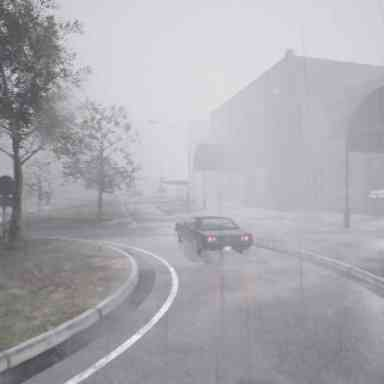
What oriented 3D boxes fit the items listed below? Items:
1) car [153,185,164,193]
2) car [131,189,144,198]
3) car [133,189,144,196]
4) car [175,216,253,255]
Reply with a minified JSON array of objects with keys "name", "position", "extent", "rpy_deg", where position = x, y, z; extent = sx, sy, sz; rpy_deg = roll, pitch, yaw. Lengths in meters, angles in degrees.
[{"name":"car","position":[-9.077,-0.468,86.128],"extent":[2.097,1.535,5.008],"rpy_deg":[0,1,-3]},{"name":"car","position":[-9.362,0.202,56.736],"extent":[1.837,1.490,4.892],"rpy_deg":[1,2,-8]},{"name":"car","position":[-10.702,0.031,67.020],"extent":[1.895,1.301,4.718],"rpy_deg":[1,1,-6]},{"name":"car","position":[0.628,1.614,13.462],"extent":[1.895,1.301,4.718],"rpy_deg":[1,0,-15]}]
